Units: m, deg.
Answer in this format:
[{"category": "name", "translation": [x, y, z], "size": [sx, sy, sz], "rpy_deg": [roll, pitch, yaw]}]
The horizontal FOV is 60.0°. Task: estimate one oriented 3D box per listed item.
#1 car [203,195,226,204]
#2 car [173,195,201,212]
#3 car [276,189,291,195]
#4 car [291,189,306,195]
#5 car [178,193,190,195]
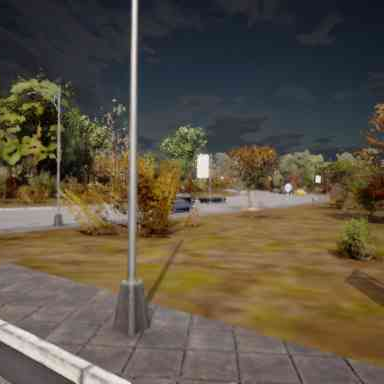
[{"category": "car", "translation": [2.946, 1.058, 48.318], "size": [1.895, 1.301, 4.718], "rpy_deg": [1, 1, 39]}, {"category": "car", "translation": [-1.495, 1.263, 31.457], "size": [1.994, 1.385, 4.181], "rpy_deg": [1, 1, 39]}, {"category": "car", "translation": [24.418, -0.004, 87.995], "size": [1.994, 1.385, 4.181], "rpy_deg": [1, 2, 1]}, {"category": "car", "translation": [27.804, 0.013, 86.027], "size": [1.882, 1.535, 5.008], "rpy_deg": [1, 2, 1]}, {"category": "car", "translation": [-1.618, 0.921, 48.224], "size": [1.882, 1.535, 5.008], "rpy_deg": [1, 1, 39]}]
